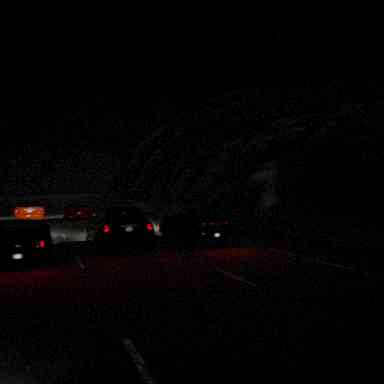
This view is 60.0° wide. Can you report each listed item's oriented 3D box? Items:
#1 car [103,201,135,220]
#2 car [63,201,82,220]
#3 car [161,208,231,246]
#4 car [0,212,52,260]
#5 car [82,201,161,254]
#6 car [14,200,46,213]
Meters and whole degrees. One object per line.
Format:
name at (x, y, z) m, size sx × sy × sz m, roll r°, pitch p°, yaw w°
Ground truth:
car at (-6.604, 1.566, 29.687) m, size 1.812 × 1.442 × 4.674 m, roll 0°, pitch 0°, yaw -24°
car at (-9.987, 1.532, 28.671) m, size 1.882 × 1.535 × 5.008 m, roll 0°, pitch 0°, yaw -24°
car at (-0.005, 1.498, 15.462) m, size 2.128 × 1.511 × 4.902 m, roll 0°, pitch 0°, yaw -24°
car at (-6.099, 1.632, 11.954) m, size 1.895 × 1.301 × 4.718 m, roll 0°, pitch 0°, yaw -24°
car at (-3.140, 1.370, 13.902) m, size 2.097 × 1.767 × 4.553 m, roll 0°, pitch 0°, yaw -24°
car at (-12.632, 1.417, 26.033) m, size 2.097 × 1.767 × 4.553 m, roll 0°, pitch 0°, yaw -24°
